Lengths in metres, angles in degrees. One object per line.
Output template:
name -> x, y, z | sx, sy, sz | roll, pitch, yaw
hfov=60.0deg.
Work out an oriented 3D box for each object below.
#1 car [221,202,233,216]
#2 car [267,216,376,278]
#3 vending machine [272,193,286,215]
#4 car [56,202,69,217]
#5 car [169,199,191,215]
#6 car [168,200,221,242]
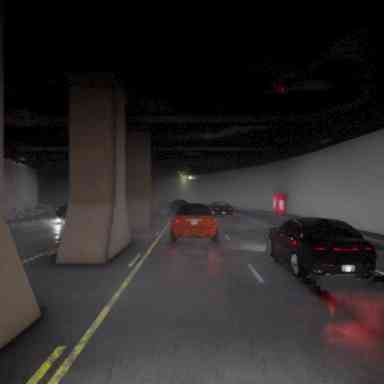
car -> 2.628, 1.604, 32.787 | 1.895, 1.301, 4.718 | 0, 0, -7
car -> 3.601, 1.506, 10.081 | 1.837, 1.490, 4.892 | 0, 0, 0
vending machine -> 8.594, 1.198, 32.851 | 1.100, 2.100, 0.880 | 0, 0, -7
car -> -11.545, 1.604, 31.817 | 1.895, 1.301, 4.718 | 0, 0, -8
car -> -1.346, 1.529, 35.289 | 1.812, 1.442, 4.674 | 0, 0, -9
car -> 0.096, 1.353, 16.606 | 2.097, 1.767, 4.553 | 0, 0, 0
